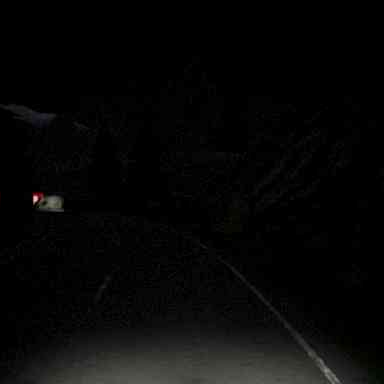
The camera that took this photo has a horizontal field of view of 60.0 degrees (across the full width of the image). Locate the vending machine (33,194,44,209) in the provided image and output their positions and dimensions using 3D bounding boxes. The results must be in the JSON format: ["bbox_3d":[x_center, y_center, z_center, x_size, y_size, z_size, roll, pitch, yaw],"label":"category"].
[{"bbox_3d":[-21.926,1.290,47.587,0.880,2.100,1.100,0,0,19],"label":"vending machine"}]

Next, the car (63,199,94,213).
[{"bbox_3d":[-13.083,1.568,38.098,4.902,1.511,2.128,0,0,44],"label":"car"}]
